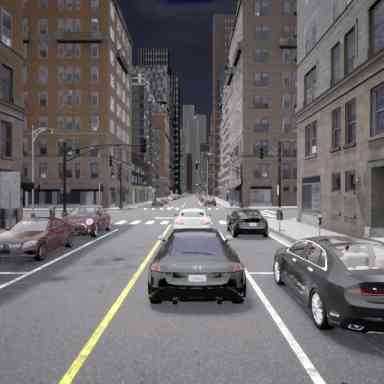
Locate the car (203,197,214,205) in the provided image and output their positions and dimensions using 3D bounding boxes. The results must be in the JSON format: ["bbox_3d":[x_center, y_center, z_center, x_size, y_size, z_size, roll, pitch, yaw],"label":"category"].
[{"bbox_3d":[2.956,1.571,60.372,1.752,1.417,4.829,0,0,0],"label":"car"}]

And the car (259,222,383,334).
[{"bbox_3d":[2.861,1.551,6.700,2.008,1.369,4.403,0,0,0],"label":"car"}]

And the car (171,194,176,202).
[{"bbox_3d":[-5.510,1.626,81.686,1.752,1.417,4.829,0,0,0],"label":"car"}]

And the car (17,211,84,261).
[{"bbox_3d":[-5.659,1.582,12.209,1.802,1.307,4.206,0,0,0],"label":"car"}]

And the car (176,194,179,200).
[{"bbox_3d":[-5.481,1.457,92.674,2.192,1.841,5.009,0,0,0],"label":"car"}]

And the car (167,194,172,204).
[{"bbox_3d":[-5.554,1.607,65.630,2.008,1.369,4.403,0,0,0],"label":"car"}]

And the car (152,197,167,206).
[{"bbox_3d":[-5.584,1.618,54.814,1.802,1.307,4.206,0,0,0],"label":"car"}]

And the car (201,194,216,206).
[{"bbox_3d":[2.940,1.476,54.793,1.967,1.590,4.097,0,0,0],"label":"car"}]

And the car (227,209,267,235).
[{"bbox_3d":[2.872,1.567,17.702,1.947,1.339,4.313,0,0,0],"label":"car"}]

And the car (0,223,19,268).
[{"bbox_3d":[-5.664,1.566,6.708,1.947,1.339,4.313,0,0,0],"label":"car"}]

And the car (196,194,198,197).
[{"bbox_3d":[3.043,1.457,92.656,2.192,1.841,5.009,0,0,0],"label":"car"}]

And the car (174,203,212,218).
[{"bbox_3d":[0.050,1.526,16.925,1.812,1.442,4.674,0,0,1],"label":"car"}]

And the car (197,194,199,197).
[{"bbox_3d":[3.029,1.561,87.246,1.967,1.590,4.097,0,0,0],"label":"car"}]

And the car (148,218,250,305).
[{"bbox_3d":[0.090,1.564,8.166,1.994,1.385,4.181,0,0,0],"label":"car"}]

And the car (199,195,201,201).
[{"bbox_3d":[2.971,1.607,65.610,2.008,1.369,4.403,0,0,0],"label":"car"}]

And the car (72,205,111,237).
[{"bbox_3d":[-5.654,1.441,17.711,1.967,1.590,4.097,0,0,0],"label":"car"}]

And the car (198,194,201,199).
[{"bbox_3d":[2.999,1.524,76.428,1.967,1.590,4.097,0,0,0],"label":"car"}]
